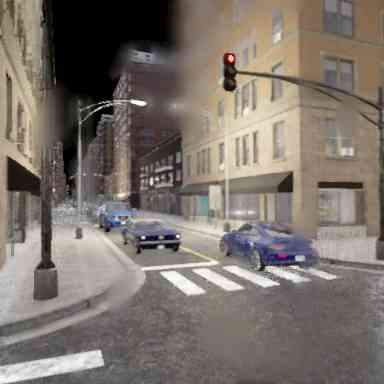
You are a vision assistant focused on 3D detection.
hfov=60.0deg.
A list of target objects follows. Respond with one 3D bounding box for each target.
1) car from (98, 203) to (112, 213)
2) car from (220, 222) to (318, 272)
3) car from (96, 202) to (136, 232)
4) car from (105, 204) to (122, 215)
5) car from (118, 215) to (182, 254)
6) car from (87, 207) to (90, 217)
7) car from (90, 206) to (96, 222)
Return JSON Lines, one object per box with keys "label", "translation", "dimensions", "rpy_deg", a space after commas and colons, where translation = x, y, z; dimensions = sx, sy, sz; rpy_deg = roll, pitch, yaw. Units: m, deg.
{"label": "car", "translation": [-15.253, 2.765, 58.422], "dimensions": [1.837, 1.490, 4.892], "rpy_deg": [0, -1, -21]}
{"label": "car", "translation": [2.500, 1.766, 11.693], "dimensions": [1.812, 1.442, 4.674], "rpy_deg": [1, -1, -14]}
{"label": "car", "translation": [-5.499, 1.751, 24.533], "dimensions": [2.150, 2.045, 5.566], "rpy_deg": [0, -1, -21]}
{"label": "car", "translation": [-11.631, 2.578, 48.922], "dimensions": [1.812, 1.442, 4.674], "rpy_deg": [0, -1, -21]}
{"label": "car", "translation": [-1.997, 1.930, 15.336], "dimensions": [1.895, 1.301, 4.718], "rpy_deg": [0, -1, -21]}
{"label": "car", "translation": [-12.636, 2.542, 43.400], "dimensions": [1.895, 1.301, 4.718], "rpy_deg": [0, -1, -20]}
{"label": "car", "translation": [-9.087, 2.261, 33.981], "dimensions": [1.812, 1.442, 4.674], "rpy_deg": [0, -1, -21]}
